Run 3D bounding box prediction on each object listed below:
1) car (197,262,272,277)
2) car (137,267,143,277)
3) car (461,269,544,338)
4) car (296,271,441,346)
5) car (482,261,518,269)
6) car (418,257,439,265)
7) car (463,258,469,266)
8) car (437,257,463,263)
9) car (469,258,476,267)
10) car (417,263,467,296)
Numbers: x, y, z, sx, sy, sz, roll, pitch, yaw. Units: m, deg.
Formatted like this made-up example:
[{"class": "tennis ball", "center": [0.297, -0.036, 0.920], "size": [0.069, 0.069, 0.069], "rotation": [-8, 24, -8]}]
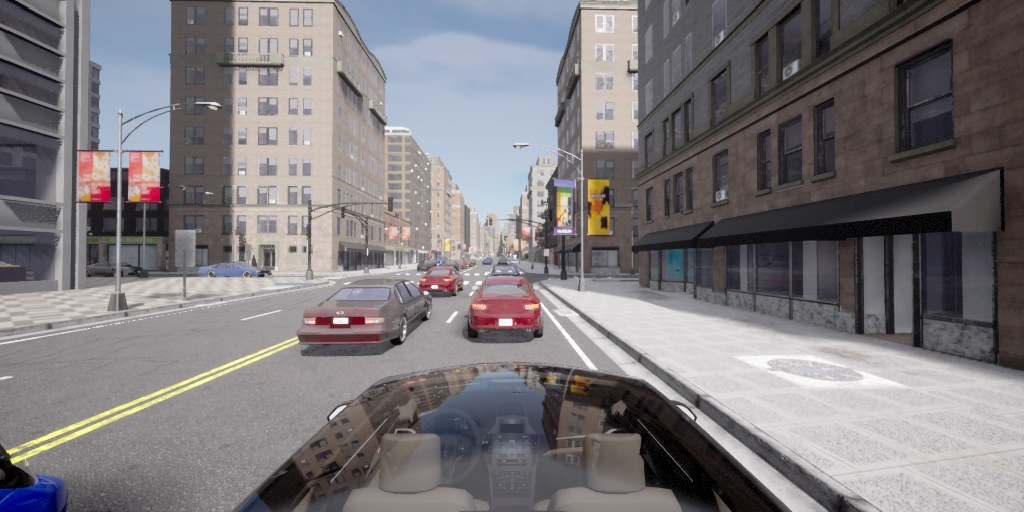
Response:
[{"class": "car", "center": [-23.681, 1.194, 30.689], "size": [5.357, 1.411, 2.033], "rotation": [0, -1, 1]}, {"class": "car", "center": [-33.647, 1.169, 30.365], "size": [4.181, 1.385, 1.994], "rotation": [0, -1, -2]}, {"class": "car", "center": [-0.183, 1.276, 10.116], "size": [1.812, 1.442, 4.674], "rotation": [0, 0, -1]}, {"class": "car", "center": [-3.413, 1.298, 9.434], "size": [2.033, 1.411, 5.357], "rotation": [0, 0, -2]}, {"class": "car", "center": [-0.413, 1.240, 19.200], "size": [2.128, 1.511, 4.902], "rotation": [0, 0, -3]}, {"class": "car", "center": [-11.105, 1.206, 47.201], "size": [1.882, 1.535, 5.008], "rotation": [0, 0, -1]}, {"class": "car", "center": [-8.051, 1.247, 54.704], "size": [1.812, 1.442, 4.674], "rotation": [0, 0, -1]}, {"class": "car", "center": [-7.807, 1.207, 45.500], "size": [1.882, 1.535, 5.008], "rotation": [0, 0, -2]}, {"class": "car", "center": [-8.278, 1.063, 64.579], "size": [2.097, 1.767, 4.553], "rotation": [0, 0, -1]}, {"class": "car", "center": [-3.669, 1.274, 19.021], "size": [1.812, 1.442, 4.674], "rotation": [0, 0, -2]}]
